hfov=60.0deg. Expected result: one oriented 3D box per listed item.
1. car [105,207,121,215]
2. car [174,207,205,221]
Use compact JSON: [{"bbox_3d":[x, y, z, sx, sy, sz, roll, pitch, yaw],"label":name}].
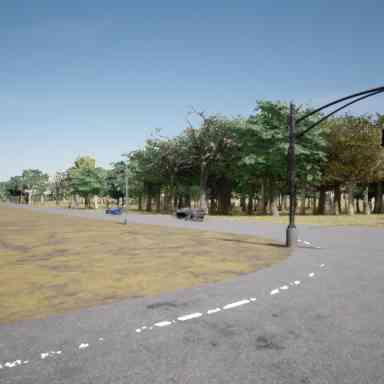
[{"bbox_3d":[-14.326,3.392,60.388,1.812,1.442,4.674,1,-2,-33],"label":"car"},{"bbox_3d":[-0.402,2.566,39.217,2.128,1.511,4.902,1,-2,-33],"label":"car"}]
